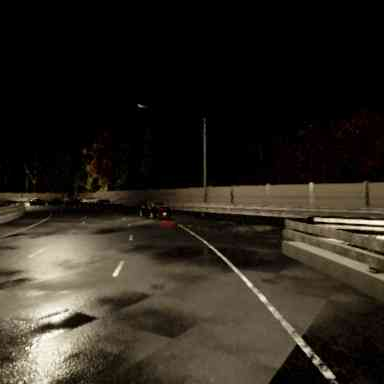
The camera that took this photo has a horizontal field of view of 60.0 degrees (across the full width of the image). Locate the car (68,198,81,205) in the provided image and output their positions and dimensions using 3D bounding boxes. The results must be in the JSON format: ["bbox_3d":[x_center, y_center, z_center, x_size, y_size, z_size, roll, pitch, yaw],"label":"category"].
[{"bbox_3d":[-25.412,2.109,71.243,1.812,1.442,4.674,0,-1,-41],"label":"car"}]

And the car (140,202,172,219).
[{"bbox_3d":[-3.599,1.753,32.298,1.837,1.490,4.892,-1,0,-28],"label":"car"}]

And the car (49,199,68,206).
[{"bbox_3d":[-28.488,2.114,69.382,2.033,1.411,5.357,0,-1,-41],"label":"car"}]

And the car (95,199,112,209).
[{"bbox_3d":[-14.895,2.007,55.674,1.837,1.490,4.892,1,-1,-31],"label":"car"}]

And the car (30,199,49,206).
[{"bbox_3d":[-31.188,2.127,67.154,1.994,1.385,4.181,0,-1,-41],"label":"car"}]

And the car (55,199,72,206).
[{"bbox_3d":[-29.168,2.322,75.516,1.994,1.385,4.181,0,-1,-44],"label":"car"}]
